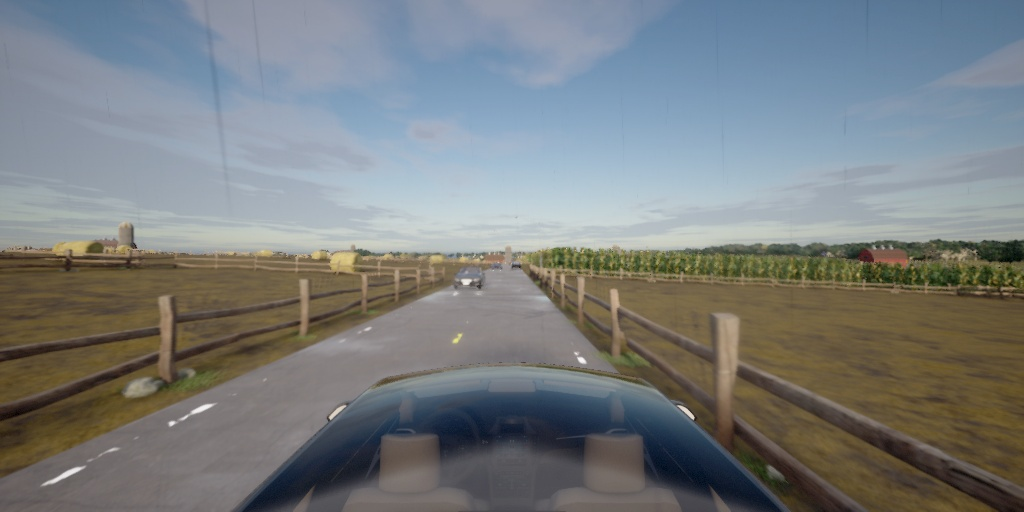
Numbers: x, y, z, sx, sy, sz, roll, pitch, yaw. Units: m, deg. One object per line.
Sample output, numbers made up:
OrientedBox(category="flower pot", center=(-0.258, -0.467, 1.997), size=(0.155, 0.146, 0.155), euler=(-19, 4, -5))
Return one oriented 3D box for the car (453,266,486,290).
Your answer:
OrientedBox(category="car", center=(-2.847, 1.485, 24.847), size=(2.128, 1.511, 4.902), euler=(0, -1, 0))
